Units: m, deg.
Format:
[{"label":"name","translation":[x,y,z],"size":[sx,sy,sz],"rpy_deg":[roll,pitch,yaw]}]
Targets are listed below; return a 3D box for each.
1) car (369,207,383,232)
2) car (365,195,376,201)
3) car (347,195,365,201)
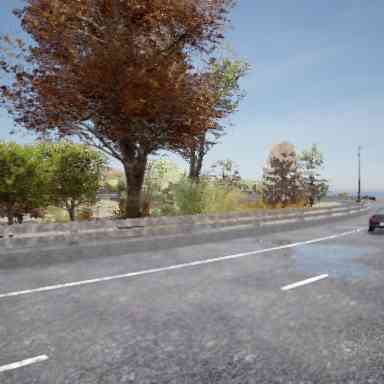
[{"label":"car","translation":[11.811,1.564,19.470],"size":[1.812,1.442,4.674],"rpy_deg":[0,0,43]},{"label":"car","translation":[43.355,1.485,81.707],"size":[1.837,1.490,4.892],"rpy_deg":[0,0,3]},{"label":"car","translation":[39.872,1.517,82.048],"size":[2.128,1.511,4.902],"rpy_deg":[0,0,3]}]
